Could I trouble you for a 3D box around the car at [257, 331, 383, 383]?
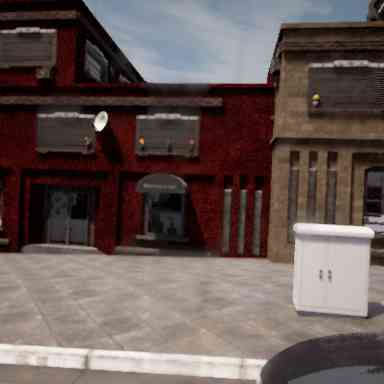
[{"bbox_3d":[2.869,1.508,2.156,4.892,1.490,1.837,0,0,7],"label":"car"}]
